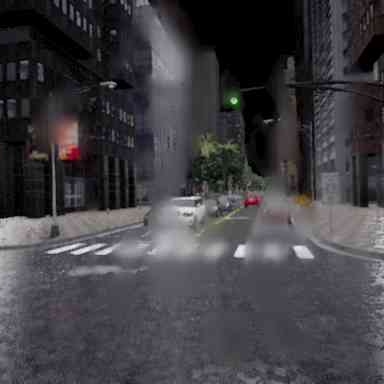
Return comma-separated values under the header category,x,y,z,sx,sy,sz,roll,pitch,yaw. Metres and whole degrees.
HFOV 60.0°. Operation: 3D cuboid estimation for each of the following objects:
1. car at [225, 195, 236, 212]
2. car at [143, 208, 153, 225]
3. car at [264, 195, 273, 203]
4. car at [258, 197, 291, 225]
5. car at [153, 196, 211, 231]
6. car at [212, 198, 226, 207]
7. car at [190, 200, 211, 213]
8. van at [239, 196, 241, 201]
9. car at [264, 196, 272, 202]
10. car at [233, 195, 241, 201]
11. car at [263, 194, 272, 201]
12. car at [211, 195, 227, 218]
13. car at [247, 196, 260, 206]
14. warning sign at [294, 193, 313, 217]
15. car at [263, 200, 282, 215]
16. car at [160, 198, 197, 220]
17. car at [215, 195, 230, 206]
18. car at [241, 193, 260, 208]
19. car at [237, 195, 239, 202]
category,x,y,z,sx,sy,sz,roll,pitch,yaw
car,3.893,1.488,41.602,2.097,1.767,4.553,-1,0,13
car,-2.320,1.739,25.722,1.947,1.339,4.313,-2,0,12
car,16.439,1.501,71.595,1.967,1.590,4.097,-2,-1,12
car,6.002,1.403,23.899,1.967,1.590,4.097,-2,0,12
car,-0.450,1.324,21.847,2.150,2.045,5.566,-1,-1,12
car,4.640,1.816,57.526,1.802,1.307,4.206,-2,0,12
car,1.123,1.726,41.458,1.752,1.417,4.829,-2,0,12
van,11.594,1.656,89.331,1.690,1.788,3.998,-2,-1,12
car,18.762,1.640,82.193,2.008,1.369,4.403,-2,-1,12
car,12.757,1.768,94.631,1.967,1.590,4.097,-2,-1,12
car,21.075,1.432,92.795,2.192,1.841,5.009,-2,-1,12
car,1.701,1.471,31.639,2.097,1.767,4.553,-1,0,13
car,11.186,1.592,60.485,2.128,1.511,4.902,-1,0,12
warning sign,9.036,1.027,26.992,1.300,1.860,1.060,-1,0,12
car,8.325,1.563,34.497,1.802,1.307,4.206,-2,0,12
car,-1.167,1.498,31.025,2.192,1.841,5.009,-2,0,12
car,5.793,1.561,62.828,2.192,1.841,5.009,-2,0,12
car,9.044,1.297,50.261,2.150,2.045,5.566,-1,0,12
car,9.279,1.831,78.728,1.887,1.381,4.507,-2,-1,12
